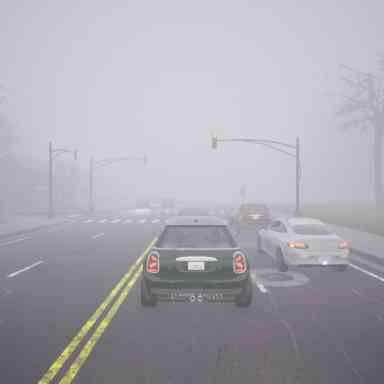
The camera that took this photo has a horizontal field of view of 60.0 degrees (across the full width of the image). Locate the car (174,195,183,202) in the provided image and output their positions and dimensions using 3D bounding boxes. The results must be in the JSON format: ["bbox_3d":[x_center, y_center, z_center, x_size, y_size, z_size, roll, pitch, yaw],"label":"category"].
[{"bbox_3d":[-3.119,1.479,76.554,1.812,1.442,4.674,0,0,0],"label":"car"}]

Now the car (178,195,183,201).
[{"bbox_3d":[-3.212,1.468,61.291,2.128,1.511,4.902,0,0,1],"label":"car"}]

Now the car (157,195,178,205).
[{"bbox_3d":[-3.269,1.494,45.771,1.837,1.490,4.892,0,0,0],"label":"car"}]

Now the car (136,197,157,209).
[{"bbox_3d":[-6.519,1.481,45.949,2.128,1.511,4.902,0,0,0],"label":"car"}]

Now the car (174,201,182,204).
[{"bbox_3d":[0.071,1.477,17.387,1.882,1.535,5.008,0,0,0],"label":"car"}]

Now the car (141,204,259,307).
[{"bbox_3d":[0.090,1.352,8.122,2.097,1.767,4.553,0,0,0],"label":"car"}]

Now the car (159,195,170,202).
[{"bbox_3d":[-6.367,1.489,77.871,2.033,1.411,5.357,0,0,0],"label":"car"}]

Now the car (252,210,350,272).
[{"bbox_3d":[3.351,1.525,10.674,1.812,1.442,4.674,0,0,0],"label":"car"}]

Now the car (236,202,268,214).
[{"bbox_3d":[3.342,1.351,19.468,2.097,1.767,4.553,0,0,0],"label":"car"}]
